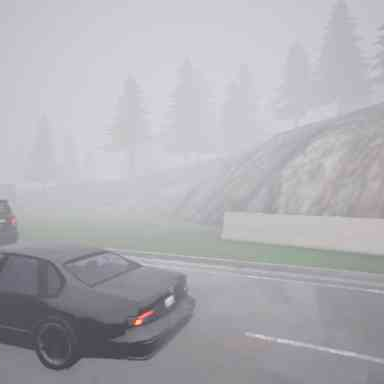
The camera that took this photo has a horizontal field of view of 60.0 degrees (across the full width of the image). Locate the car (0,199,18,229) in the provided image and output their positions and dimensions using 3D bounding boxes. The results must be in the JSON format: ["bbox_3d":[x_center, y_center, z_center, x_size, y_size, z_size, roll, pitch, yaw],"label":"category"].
[{"bbox_3d":[-8.823,1.225,12.150,5.566,2.045,2.150,0,0,27],"label":"car"}]

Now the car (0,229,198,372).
[{"bbox_3d":[-2.639,1.548,5.460,5.357,1.411,2.033,0,0,21],"label":"car"}]
